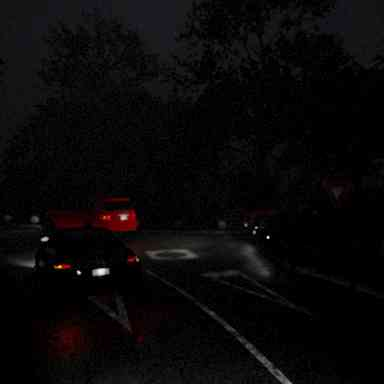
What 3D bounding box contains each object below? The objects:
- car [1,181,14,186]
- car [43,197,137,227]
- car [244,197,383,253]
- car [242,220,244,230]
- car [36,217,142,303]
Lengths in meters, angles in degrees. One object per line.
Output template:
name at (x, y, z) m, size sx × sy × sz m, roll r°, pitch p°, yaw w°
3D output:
car at (-37.958, -0.983, 69.389) m, size 1.882 × 1.535 × 5.008 m, roll 0°, pitch 3°, yaw -14°
car at (-5.115, 1.246, 16.342) m, size 5.566 × 2.045 × 2.150 m, roll 0°, pitch 0°, yaw 38°
car at (5.224, 1.253, 13.517) m, size 5.566 × 2.045 × 2.150 m, roll 0°, pitch 0°, yaw -6°
car at (5.332, 1.260, 16.535) m, size 5.566 × 2.045 × 2.150 m, roll 0°, pitch 0°, yaw -9°
car at (-2.766, 1.577, 8.454) m, size 1.994 × 1.385 × 4.181 m, roll 0°, pitch 0°, yaw -28°
